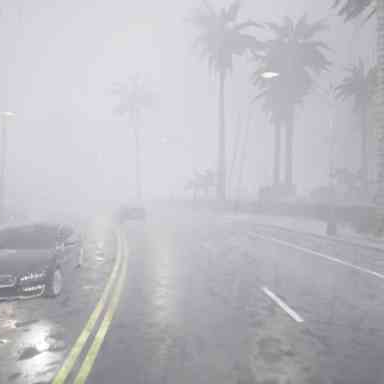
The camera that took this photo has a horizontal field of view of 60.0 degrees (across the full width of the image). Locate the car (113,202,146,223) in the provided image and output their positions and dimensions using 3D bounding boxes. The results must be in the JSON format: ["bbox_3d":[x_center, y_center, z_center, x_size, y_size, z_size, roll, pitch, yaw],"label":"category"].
[{"bbox_3d":[-5.091,1.565,26.682,1.882,1.535,5.008,0,0,-22],"label":"car"}]

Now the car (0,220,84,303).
[{"bbox_3d":[-3.999,1.543,8.476,1.837,1.490,4.892,0,0,-9],"label":"car"}]
